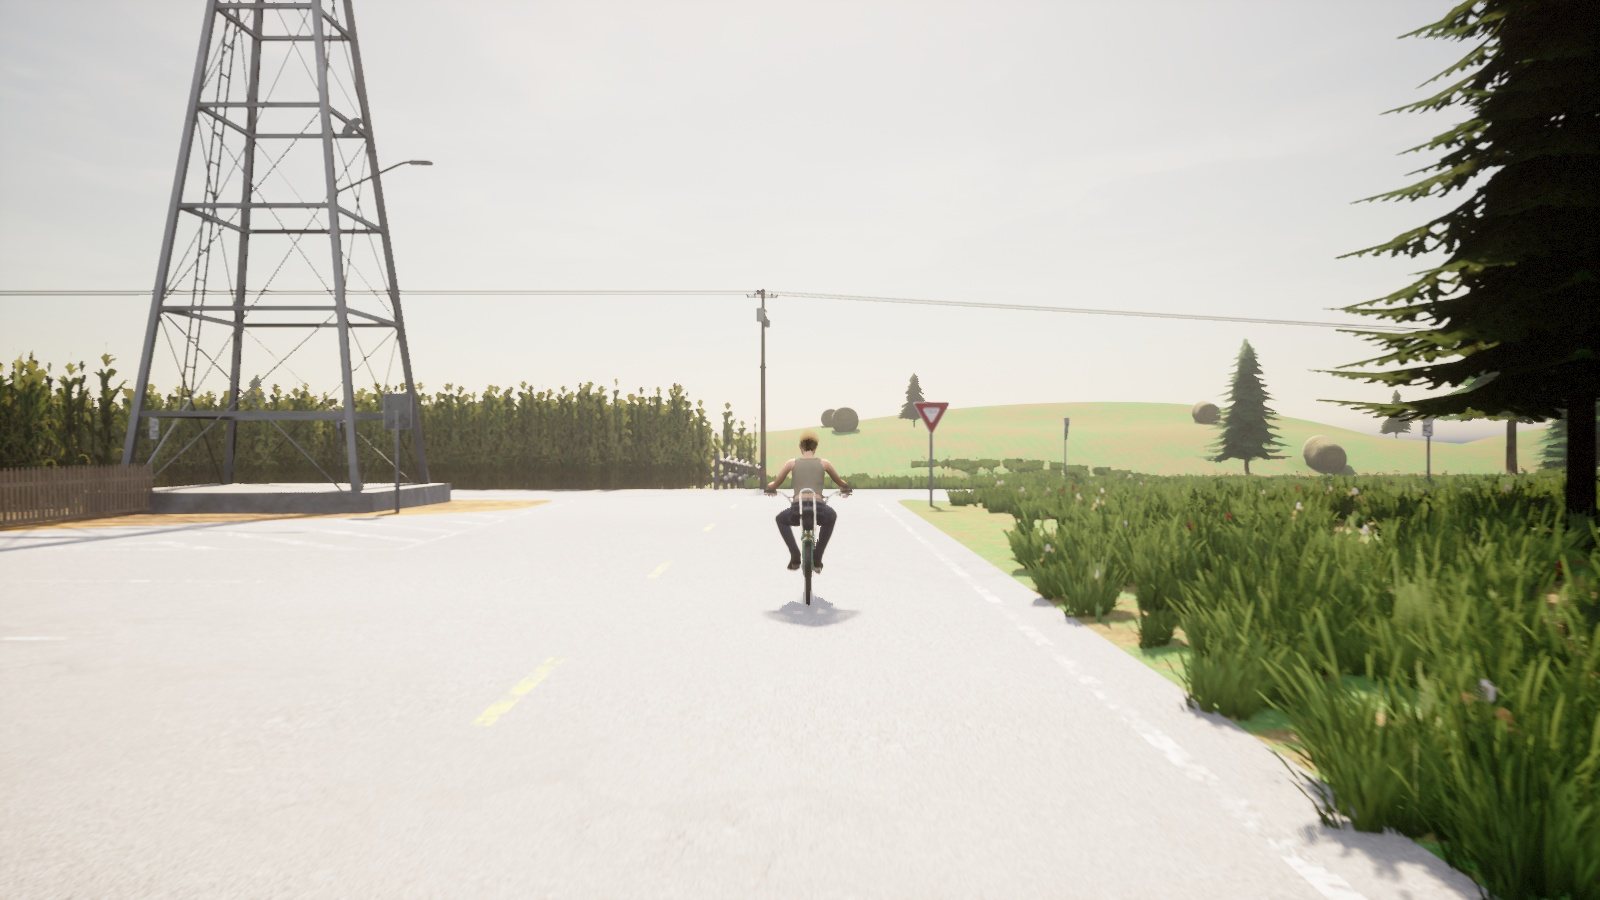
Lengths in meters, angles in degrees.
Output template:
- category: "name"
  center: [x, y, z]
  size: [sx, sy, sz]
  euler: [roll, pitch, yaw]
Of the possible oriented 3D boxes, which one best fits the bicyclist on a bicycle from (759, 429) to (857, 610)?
- category: "bicyclist on a bicycle"
  center: [0.078, 0.616, 11.935]
  size: [0.866, 1.612, 1.509]
  euler: [0, 0, 1]
